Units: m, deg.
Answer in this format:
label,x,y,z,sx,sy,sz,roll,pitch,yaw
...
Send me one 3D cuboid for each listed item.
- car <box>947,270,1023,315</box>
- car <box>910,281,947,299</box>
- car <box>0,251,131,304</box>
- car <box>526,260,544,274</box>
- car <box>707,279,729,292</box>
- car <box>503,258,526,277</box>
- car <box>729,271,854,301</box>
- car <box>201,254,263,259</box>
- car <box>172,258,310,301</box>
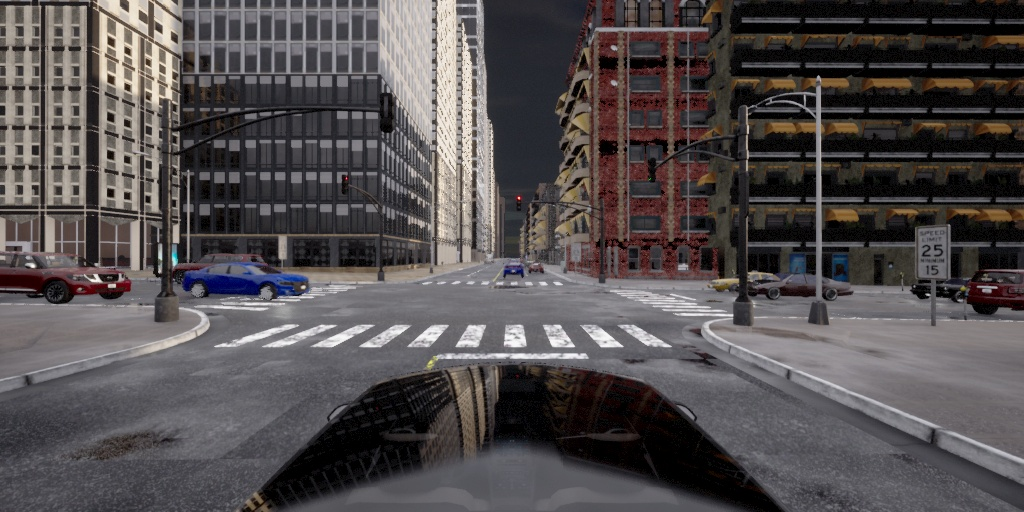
label,x,y,z,sx,sy,sz,roll,pitch,yaw
car,20.612,1.461,13.769,5.009,1.841,2.192,0,0,0
car,24.883,1.839,19.560,4.718,1.301,1.895,1,0,-1
car,-17.562,0.757,13.446,5.009,1.841,2.192,0,0,0
car,2.785,1.341,41.783,1.802,1.307,4.207,0,0,0
car,14.653,1.587,22.072,4.829,1.417,1.751,0,0,0
car,0.146,1.234,35.805,1.882,1.535,5.008,0,0,0
car,15.253,1.610,19.485,5.357,1.411,2.033,1,0,0
car,-17.688,0.776,21.826,5.009,1.841,2.192,0,0,0
car,-11.497,1.038,15.685,5.008,1.535,1.882,1,0,5
